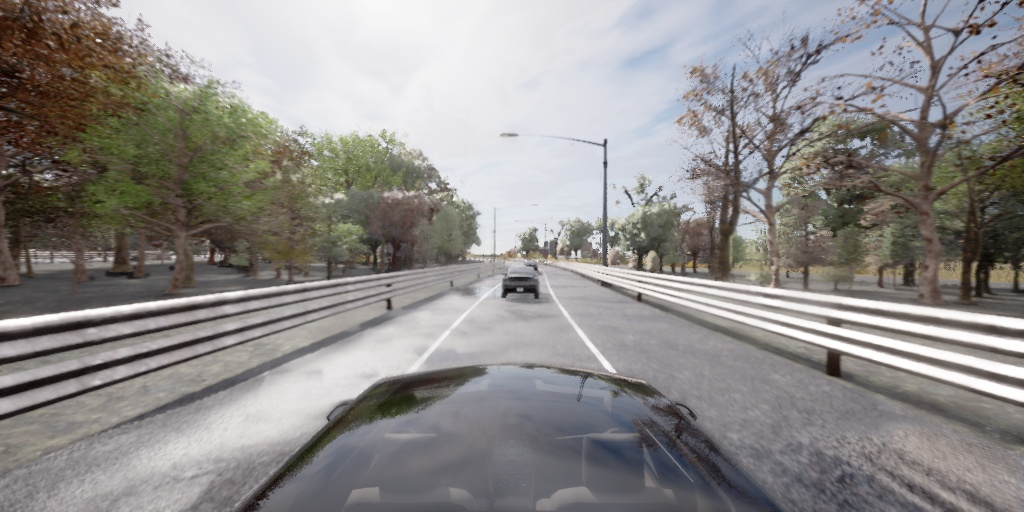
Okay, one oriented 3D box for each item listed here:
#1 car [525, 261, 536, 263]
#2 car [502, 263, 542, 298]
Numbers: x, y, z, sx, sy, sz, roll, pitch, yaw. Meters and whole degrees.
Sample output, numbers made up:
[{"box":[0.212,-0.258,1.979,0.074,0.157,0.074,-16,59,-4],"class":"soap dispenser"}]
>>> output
[{"box":[2.439,1.420,47.525,1.837,1.490,4.892,1,0,3],"class":"car"},{"box":[0.516,1.313,19.103,1.837,1.490,4.892,0,0,3],"class":"car"}]
